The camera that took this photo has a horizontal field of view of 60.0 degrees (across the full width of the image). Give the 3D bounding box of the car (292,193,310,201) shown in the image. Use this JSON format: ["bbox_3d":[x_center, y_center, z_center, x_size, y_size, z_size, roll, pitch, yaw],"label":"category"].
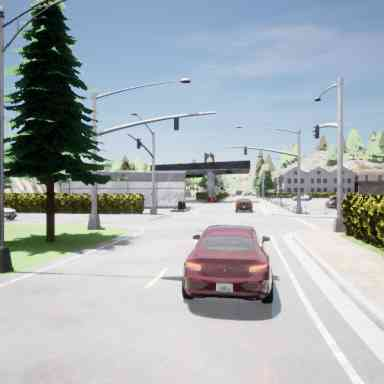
[{"bbox_3d":[24.846,1.361,75.796,3.806,1.475,1.970,0,0,9],"label":"car"}]

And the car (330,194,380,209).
[{"bbox_3d":[19.053,1.340,38.853,4.514,1.523,2.007,0,0,9],"label":"car"}]

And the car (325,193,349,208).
[{"bbox_3d":[19.495,1.331,41.959,5.027,1.636,2.152,0,0,9],"label":"car"}]

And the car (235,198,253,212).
[{"bbox_3d":[6.109,1.477,39.196,1.882,1.535,5.008,0,0,9],"label":"car"}]

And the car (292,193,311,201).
[{"bbox_3d":[25.974,1.077,78.983,3.866,1.878,1.905,0,0,9],"label":"car"}]

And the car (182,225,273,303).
[{"bbox_3d":[0.932,1.526,8.159,1.812,1.442,4.674,0,0,9],"label":"car"}]

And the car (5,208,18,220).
[{"bbox_3d":[-16.170,1.526,26.160,4.674,1.442,1.812,0,0,9],"label":"car"}]

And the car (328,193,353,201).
[{"bbox_3d":[33.225,1.097,74.496,4.605,1.855,1.932,0,0,9],"label":"car"}]
